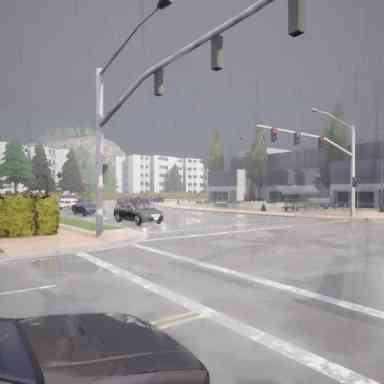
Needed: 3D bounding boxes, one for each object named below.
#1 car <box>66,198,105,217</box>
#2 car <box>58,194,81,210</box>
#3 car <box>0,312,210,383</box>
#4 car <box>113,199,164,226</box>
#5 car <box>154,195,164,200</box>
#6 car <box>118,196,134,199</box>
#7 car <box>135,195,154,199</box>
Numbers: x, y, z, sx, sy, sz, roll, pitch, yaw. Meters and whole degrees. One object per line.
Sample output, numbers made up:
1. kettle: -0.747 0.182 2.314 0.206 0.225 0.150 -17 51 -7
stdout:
1. car: -10.163 1.547 32.202 2.033 1.411 5.357 0 0 -35
2. car: -15.849 1.223 42.713 2.150 2.045 5.566 0 0 -20
3. car: -2.380 1.547 2.067 5.357 1.411 2.033 0 0 -35
4. car: -3.903 1.492 23.810 2.128 1.511 4.902 0 0 -39
5. car: -7.556 1.354 70.921 2.097 1.767 4.553 0 0 17
6. car: -12.079 1.492 58.840 2.128 1.511 4.902 0 0 -4
7. car: -8.650 1.505 61.156 1.837 1.490 4.892 0 0 -1
